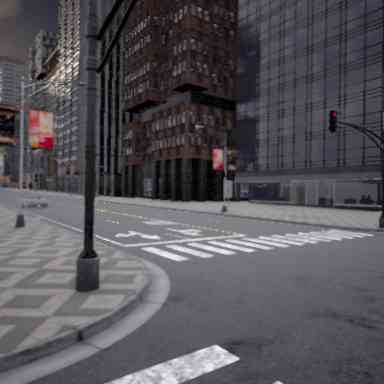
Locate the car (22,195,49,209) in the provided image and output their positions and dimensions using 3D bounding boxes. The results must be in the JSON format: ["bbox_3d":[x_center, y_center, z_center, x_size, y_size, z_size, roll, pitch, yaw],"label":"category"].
[{"bbox_3d":[-15.798,0.947,33.305,1.895,1.301,4.718,1,1,-37],"label":"car"}]
